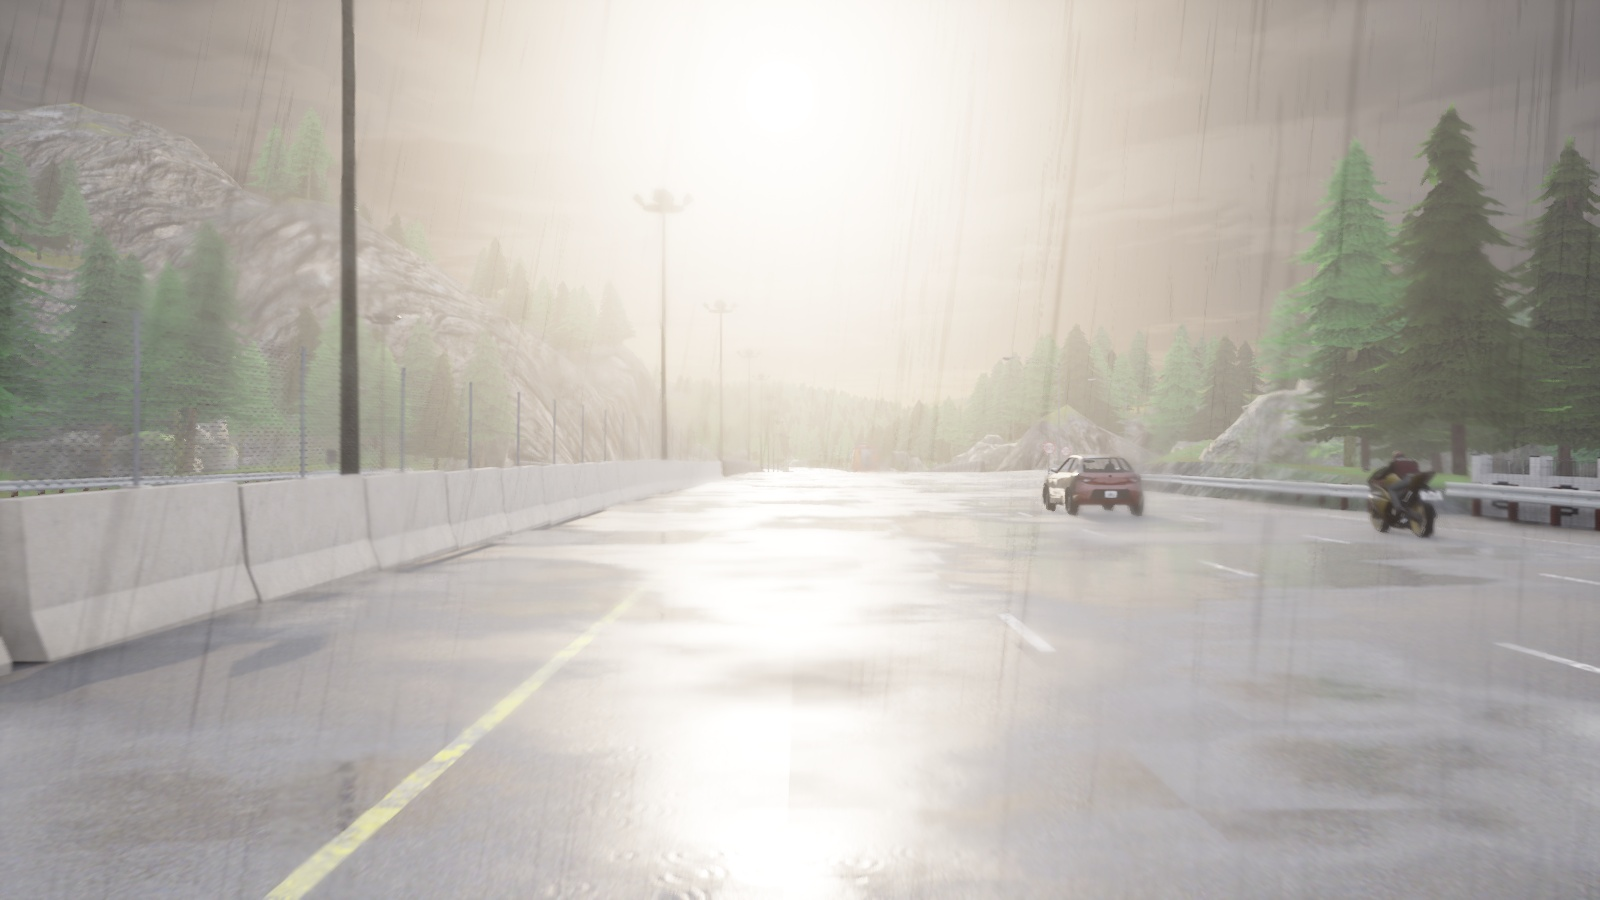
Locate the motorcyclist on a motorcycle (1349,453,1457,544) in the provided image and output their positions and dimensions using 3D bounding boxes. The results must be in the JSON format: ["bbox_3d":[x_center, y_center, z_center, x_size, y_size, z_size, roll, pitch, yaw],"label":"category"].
[{"bbox_3d":[10.642,0.824,22.272,0.866,1.530,2.191,0,0,0],"label":"motorcyclist on a motorcycle"}]

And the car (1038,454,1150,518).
[{"bbox_3d":[7.192,0.845,31.110,1.816,1.474,4.193,0,0,0],"label":"car"}]
